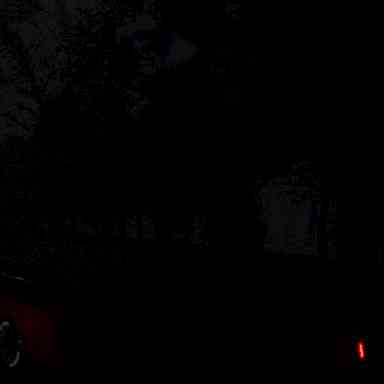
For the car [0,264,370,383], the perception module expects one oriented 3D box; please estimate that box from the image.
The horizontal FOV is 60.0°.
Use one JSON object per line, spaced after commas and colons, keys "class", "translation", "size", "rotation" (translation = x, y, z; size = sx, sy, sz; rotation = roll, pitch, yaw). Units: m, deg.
{"class": "car", "translation": [-0.579, 1.612, 4.098], "size": [4.718, 1.301, 1.895], "rotation": [0, 0, 35]}
